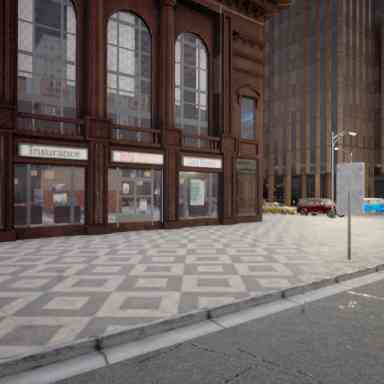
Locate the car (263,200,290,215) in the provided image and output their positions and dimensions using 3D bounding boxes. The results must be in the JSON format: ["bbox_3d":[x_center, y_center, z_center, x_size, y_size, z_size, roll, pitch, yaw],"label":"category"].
[{"bbox_3d":[9.532,1.798,37.118,1.752,1.417,4.829,0,0,-35],"label":"car"}]

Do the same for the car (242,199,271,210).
[{"bbox_3d":[9.913,1.891,51.369,1.967,1.590,4.097,-1,0,-35],"label":"car"}]

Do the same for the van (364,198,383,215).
[{"bbox_3d":[19.635,1.588,37.581,1.690,1.788,3.998,-1,0,-35],"label":"van"}]

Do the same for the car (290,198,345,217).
[{"bbox_3d":[12.672,1.522,32.661,2.192,1.841,5.009,0,0,-35],"label":"car"}]

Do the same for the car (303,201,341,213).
[{"bbox_3d":[16.397,1.897,42.176,1.802,1.307,4.206,-1,0,-35],"label":"car"}]
